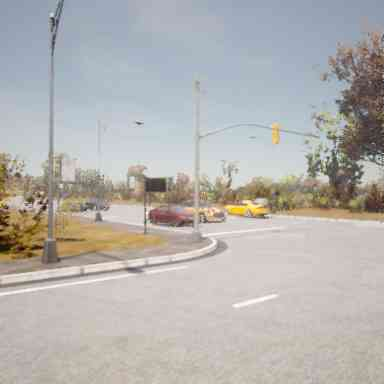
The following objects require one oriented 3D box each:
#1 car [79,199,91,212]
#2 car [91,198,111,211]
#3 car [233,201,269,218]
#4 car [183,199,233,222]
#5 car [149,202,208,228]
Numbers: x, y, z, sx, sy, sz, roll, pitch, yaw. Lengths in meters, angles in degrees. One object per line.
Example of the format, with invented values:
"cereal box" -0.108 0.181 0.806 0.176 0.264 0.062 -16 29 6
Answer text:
"car" -13.923 1.644 39.189 1.994 1.385 4.181 1 0 -39
"car" -12.107 1.608 42.523 1.837 1.490 4.892 0 0 -39
"car" 5.122 1.647 32.371 1.882 1.535 5.008 1 0 -39
"car" 0.678 1.464 26.571 2.097 1.767 4.553 1 0 -39
"car" -1.282 1.614 23.418 1.812 1.442 4.674 1 0 -39
